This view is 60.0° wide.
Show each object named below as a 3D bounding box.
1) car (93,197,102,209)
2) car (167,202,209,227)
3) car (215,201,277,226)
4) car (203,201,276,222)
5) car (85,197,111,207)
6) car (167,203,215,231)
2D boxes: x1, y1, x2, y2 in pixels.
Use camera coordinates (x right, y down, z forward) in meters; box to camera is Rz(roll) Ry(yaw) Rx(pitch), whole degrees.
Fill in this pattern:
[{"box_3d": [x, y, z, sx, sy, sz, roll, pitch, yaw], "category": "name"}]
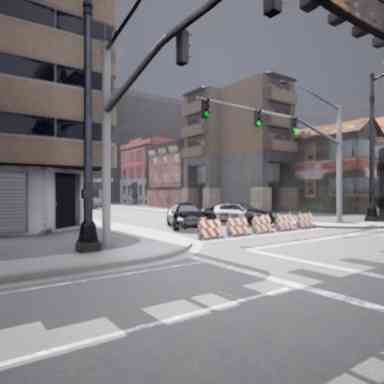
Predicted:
[{"box_3d": [-12.493, 1.427, 43.971, 2.038, 1.542, 4.974, 0, 0, -36], "category": "car"}, {"box_3d": [-0.367, 1.275, 20.395, 1.853, 1.218, 4.536, 0, 0, -11], "category": "car"}, {"box_3d": [3.212, 1.426, 22.503, 4.974, 1.542, 2.038, 0, 0, 34], "category": "car"}, {"box_3d": [3.169, 1.268, 22.532, 4.536, 1.218, 1.853, 0, 0, 34], "category": "car"}, {"box_3d": [-12.523, 1.269, 44.013, 1.853, 1.218, 4.536, 0, 0, -36], "category": "car"}, {"box_3d": [-0.357, 1.433, 20.344, 2.038, 1.542, 4.974, 0, 0, -11], "category": "car"}]
